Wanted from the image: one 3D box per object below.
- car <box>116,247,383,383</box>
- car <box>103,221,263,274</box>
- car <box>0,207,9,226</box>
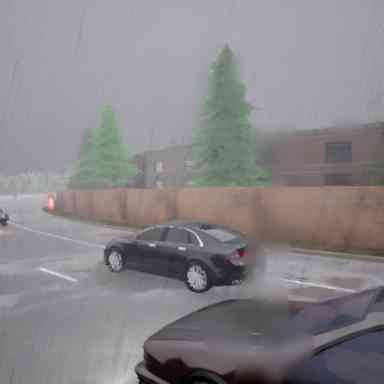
[{"bbox_3d":[2.003,1.563,2.614,5.357,1.411,2.033,0,0,36],"label":"car"},{"bbox_3d":[-0.410,1.541,8.975,4.892,1.490,1.837,0,0,39],"label":"car"},{"bbox_3d":[-14.207,1.667,23.187,1.895,1.301,4.718,0,0,-38],"label":"car"}]
